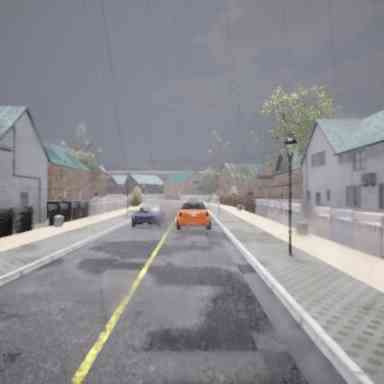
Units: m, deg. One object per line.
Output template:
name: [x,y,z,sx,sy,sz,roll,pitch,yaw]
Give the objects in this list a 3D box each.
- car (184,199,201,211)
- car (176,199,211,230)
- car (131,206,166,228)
car: [0.085,1.594,42.232,2.033,1.411,5.357,0,0,0]
car: [0.103,1.382,21.703,2.097,1.767,4.553,0,0,0]
car: [-2.846,1.631,22.426,1.895,1.301,4.718,0,0,0]
